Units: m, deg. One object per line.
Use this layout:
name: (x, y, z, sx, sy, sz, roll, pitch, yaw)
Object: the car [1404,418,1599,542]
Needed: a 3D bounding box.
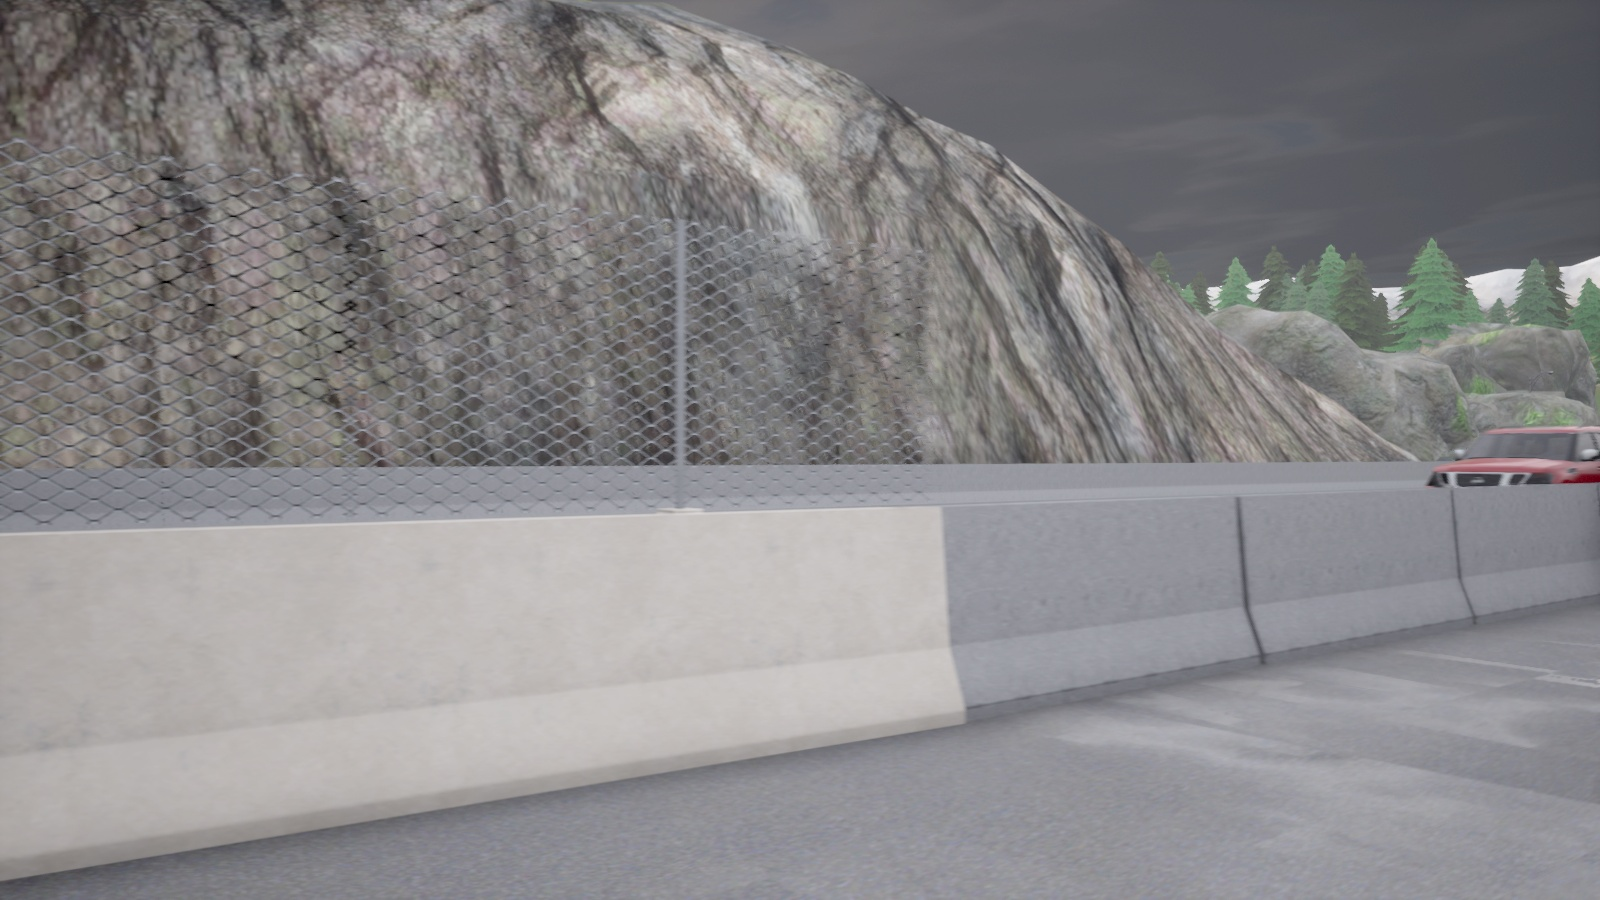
car: (13.582, 0.493, 23.236, 5.566, 2.045, 2.150, 0, 0, -39)
